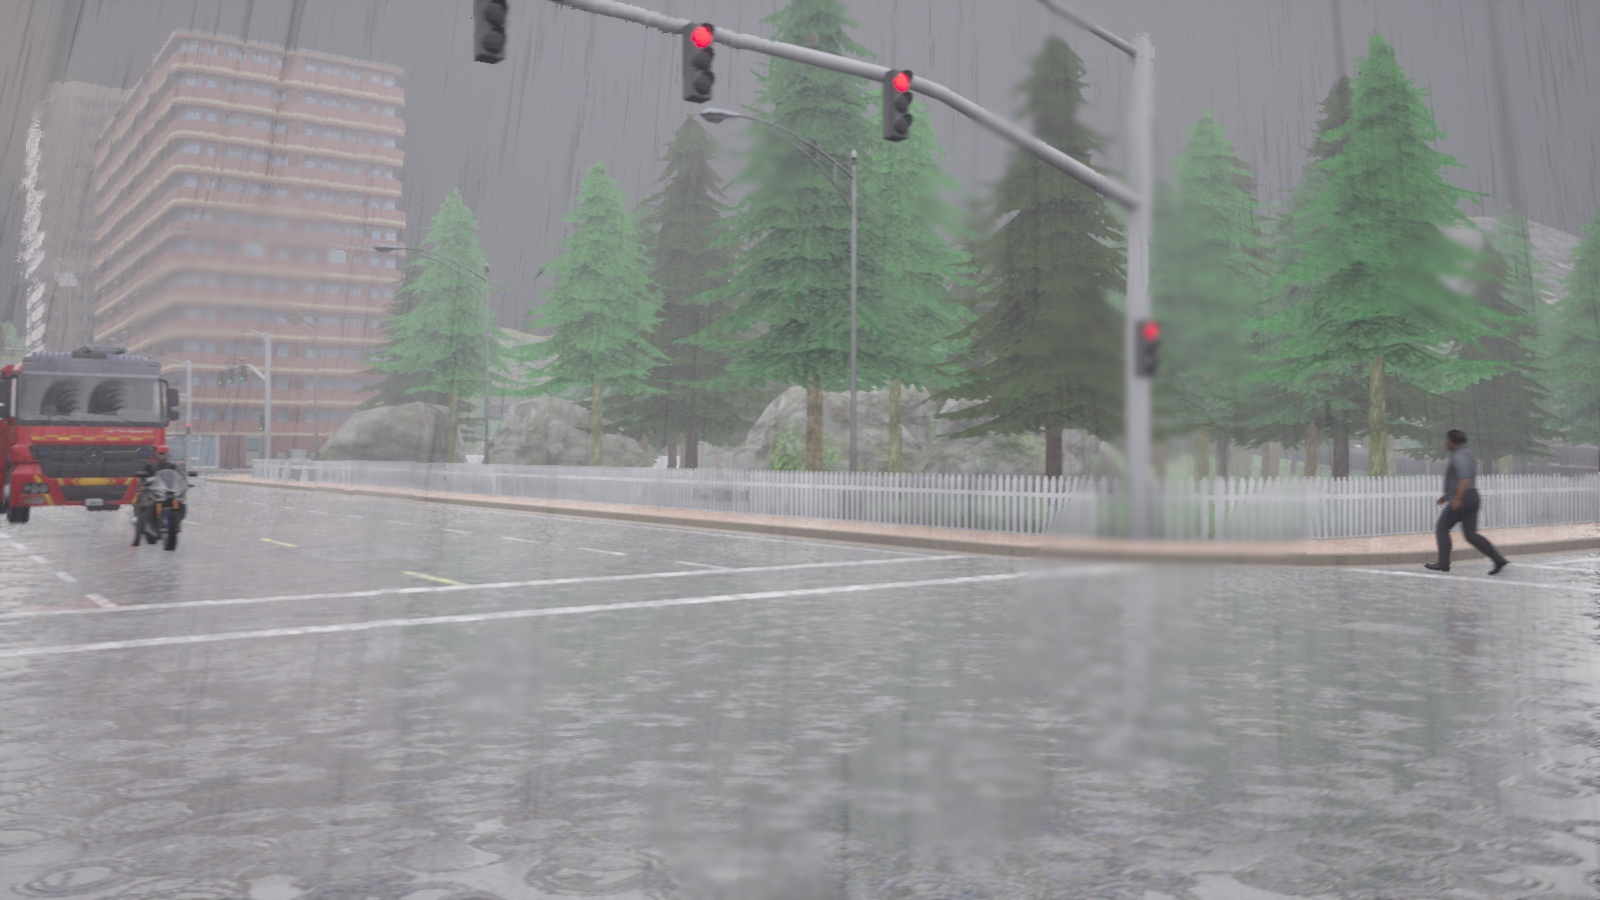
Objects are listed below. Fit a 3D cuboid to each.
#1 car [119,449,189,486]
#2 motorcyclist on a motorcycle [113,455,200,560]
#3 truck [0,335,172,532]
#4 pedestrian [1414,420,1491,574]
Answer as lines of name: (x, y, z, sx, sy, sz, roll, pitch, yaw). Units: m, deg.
car: (-30.597, 0.799, 59.428, 2.242, 1.667, 4.611, 0, 0, -36)
motorcyclist on a motorcycle: (-10.057, 0.849, 19.580, 0.866, 1.530, 2.191, 0, 0, -36)
truck: (-16.764, -0.314, 28.727, 2.891, 3.827, 8.468, 0, 0, -36)
pedestrian: (8.045, 0.563, 15.493, 0.540, 1.848, 0.694, 0, 0, -43)
